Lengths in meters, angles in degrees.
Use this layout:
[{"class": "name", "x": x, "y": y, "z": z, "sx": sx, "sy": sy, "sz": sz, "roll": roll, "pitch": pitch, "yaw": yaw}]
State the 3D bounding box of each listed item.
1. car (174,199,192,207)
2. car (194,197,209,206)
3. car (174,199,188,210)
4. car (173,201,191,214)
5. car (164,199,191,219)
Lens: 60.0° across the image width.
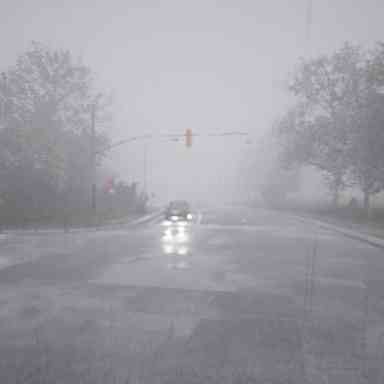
[{"class": "car", "x": -1.842, "y": 2.271, "z": 68.664, "sx": 2.033, "sy": 1.411, "sz": 5.357, "roll": -1, "pitch": -1, "yaw": -20}, {"class": "car", "x": 1.915, "y": 2.014, "z": 68.264, "sx": 2.097, "sy": 1.767, "sz": 4.553, "roll": -1, "pitch": -1, "yaw": -17}, {"class": "car", "x": -1.687, "y": 1.852, "z": 49.154, "sx": 1.837, "sy": 1.490, "sz": 4.892, "roll": -1, "pitch": -1, "yaw": -5}, {"class": "car", "x": -1.146, "y": 1.749, "z": 39.011, "sx": 1.895, "sy": 1.301, "sz": 4.718, "roll": -1, "pitch": -1, "yaw": -1}, {"class": "car", "x": -1.259, "y": 1.517, "z": 28.985, "sx": 2.128, "sy": 1.511, "sz": 4.902, "roll": -1, "pitch": 0, "yaw": 2}]
